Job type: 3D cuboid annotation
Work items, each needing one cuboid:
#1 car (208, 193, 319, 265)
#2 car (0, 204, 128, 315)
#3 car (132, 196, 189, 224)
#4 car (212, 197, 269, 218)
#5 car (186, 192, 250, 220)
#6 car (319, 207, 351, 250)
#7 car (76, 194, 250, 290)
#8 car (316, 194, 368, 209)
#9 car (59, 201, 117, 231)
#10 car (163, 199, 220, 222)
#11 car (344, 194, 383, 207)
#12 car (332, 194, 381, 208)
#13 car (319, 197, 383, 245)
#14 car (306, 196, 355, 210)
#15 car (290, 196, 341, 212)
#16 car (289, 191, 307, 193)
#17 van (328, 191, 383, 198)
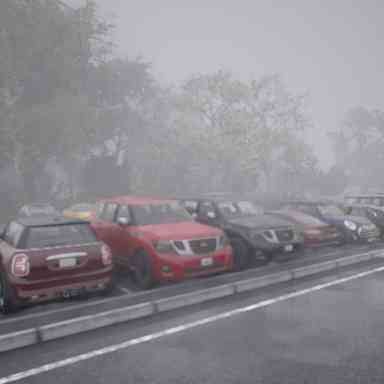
[{"bbox_3d":[0.999,1.163,11.209,2.435,2.045,5.566,-1,0,-36],"label":"car"},{"bbox_3d":[-3.556,1.336,7.944,2.185,1.767,4.553,-1,0,-36],"label":"car"},{"bbox_3d":[-2.460,1.246,24.892,2.185,1.767,4.553,-1,0,-36],"label":"car"},{"bbox_3d":[4.222,1.297,29.868,1.946,1.575,5.366,-1,0,-36],"label":"car"},{"bbox_3d":[2.055,1.073,28.122,2.435,2.045,5.566,-1,0,-36],"label":"car"},{"bbox_3d":[3.265,1.430,12.864,2.002,1.452,4.674,-1,0,-36],"label":"car"},{"bbox_3d":[-1.280,1.187,9.577,2.435,2.045,5.566,-1,0,-36],"label":"car"},{"bbox_3d":[17.766,1.119,39.564,1.946,1.575,5.366,-1,1,-36],"label":"car"},{"bbox_3d":[-6.846,1.415,21.486,1.946,1.575,5.366,-1,0,-36],"label":"car"},{"bbox_3d":[-0.167,1.377,26.461,2.163,1.488,4.792,-1,0,-36],"label":"car"},{"bbox_3d":[22.393,1.039,42.643,2.231,1.521,4.892,-1,1,-36],"label":"car"},{"bbox_3d":[20.134,1.081,41.026,2.097,1.535,5.008,-1,1,-36],"label":"car"},{"bbox_3d":[5.524,1.241,14.522,2.185,1.767,4.553,-1,0,-36],"label":"car"},{"bbox_3d":[15.637,1.192,37.776,2.163,1.488,4.792,-1,0,-36],"label":"car"},{"bbox_3d":[13.341,1.223,36.203,2.163,1.488,4.792,-1,0,-36],"label":"car"},{"bbox_3d":[8.825,1.002,32.970,2.435,2.045,5.566,-1,0,-36],"label":"car"},{"bbox_3d":[10.032,1.093,17.855,1.878,1.987,4.442,-1,0,-36],"label":"van"}]
